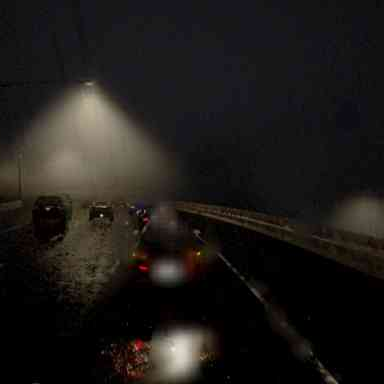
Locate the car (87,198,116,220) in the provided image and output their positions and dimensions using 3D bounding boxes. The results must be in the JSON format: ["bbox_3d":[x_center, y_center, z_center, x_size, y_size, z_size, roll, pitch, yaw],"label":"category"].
[{"bbox_3d":[-7.671,1.535,28.211,1.837,1.490,4.892,0,1,-15],"label":"car"}]

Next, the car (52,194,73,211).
[{"bbox_3d":[-16.842,1.268,43.078,2.150,2.045,5.566,0,0,-24],"label":"car"}]

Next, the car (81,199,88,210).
[{"bbox_3d":[-13.696,1.607,44.604,1.994,1.385,4.181,0,0,-25],"label":"car"}]

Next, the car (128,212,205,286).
[{"bbox_3d":[-0.716,1.533,9.406,1.812,1.442,4.674,0,0,-5],"label":"car"}]

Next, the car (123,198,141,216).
[{"bbox_3d":[-5.457,1.554,32.999,1.812,1.442,4.674,0,0,-17],"label":"car"}]

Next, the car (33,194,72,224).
[{"bbox_3d":[-10.394,1.249,25.066,2.150,2.045,5.566,0,0,-14],"label":"car"}]

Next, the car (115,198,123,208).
[{"bbox_3d":[-10.066,1.545,45.039,1.837,1.490,4.892,0,0,-24],"label":"car"}]

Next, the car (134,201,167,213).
[{"bbox_3d":[-2.444,1.565,21.113,2.033,1.411,5.357,0,0,-11],"label":"car"}]
